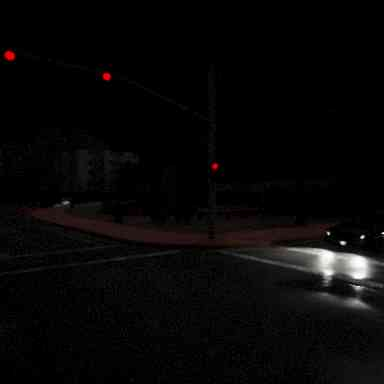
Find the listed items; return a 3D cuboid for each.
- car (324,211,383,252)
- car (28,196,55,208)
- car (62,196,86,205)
[{"bbox_3d":[7.862,1.515,13.951,5.357,1.411,2.033,0,0,-34],"label":"car"},{"bbox_3d":[-21.359,1.579,47.488,1.895,1.301,4.718,0,0,0],"label":"car"},{"bbox_3d":[-20.309,1.455,57.410,2.128,1.511,4.902,0,0,17],"label":"car"}]
